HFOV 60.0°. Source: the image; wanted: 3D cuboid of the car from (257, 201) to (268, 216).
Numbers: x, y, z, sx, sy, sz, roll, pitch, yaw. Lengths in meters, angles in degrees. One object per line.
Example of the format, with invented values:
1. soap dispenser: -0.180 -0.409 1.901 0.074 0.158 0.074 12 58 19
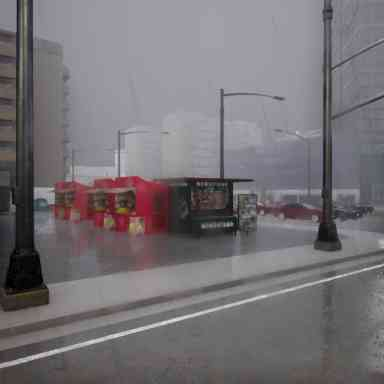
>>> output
1. car: 6.940 1.689 35.686 1.882 1.535 5.008 0 -1 -36

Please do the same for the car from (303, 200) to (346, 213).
1. car: 16.250 1.724 41.071 1.812 1.442 4.674 0 -1 -36

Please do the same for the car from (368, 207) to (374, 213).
1. car: 16.304 1.745 35.033 1.895 1.301 4.718 0 -1 -36

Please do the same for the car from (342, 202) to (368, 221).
1. car: 12.214 1.672 28.408 1.994 1.385 4.181 0 -1 -35

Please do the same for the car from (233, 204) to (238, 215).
1. car: 3.536 1.750 34.422 1.812 1.442 4.674 0 -1 -36

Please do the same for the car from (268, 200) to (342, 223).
1. car: 8.987 1.589 26.864 1.882 1.535 5.008 0 -1 -38
